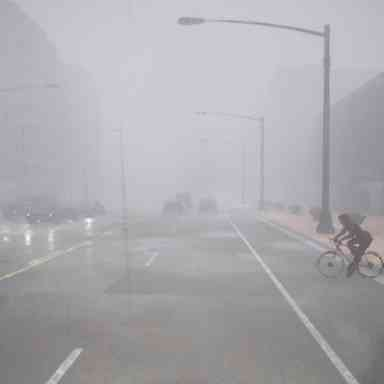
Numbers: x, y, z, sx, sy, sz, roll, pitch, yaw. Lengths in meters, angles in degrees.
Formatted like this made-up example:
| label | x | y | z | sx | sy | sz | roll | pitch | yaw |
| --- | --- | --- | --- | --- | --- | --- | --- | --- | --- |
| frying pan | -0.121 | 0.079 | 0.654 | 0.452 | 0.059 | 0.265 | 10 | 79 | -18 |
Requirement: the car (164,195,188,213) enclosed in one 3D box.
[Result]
| label | x | y | z | sx | sy | sz | roll | pitch | yaw |
| --- | --- | --- | --- | --- | --- | --- | --- | --- | --- |
| car | -1.836 | 1.411 | 35.376 | 1.882 | 1.535 | 5.008 | 0 | 0 | 3 |

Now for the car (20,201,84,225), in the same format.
| label | x | y | z | sx | sy | sz | roll | pitch | yaw |
| --- | --- | --- | --- | --- | --- | --- | --- | --- | --- |
| car | -9.515 | 1.520 | 23.131 | 1.895 | 1.301 | 4.718 | 0 | 0 | 3 |

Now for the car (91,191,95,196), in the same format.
| label | x | y | z | sx | sy | sz | roll | pitch | yaw |
| --- | --- | --- | --- | --- | --- | --- | --- | --- | --- |
| car | -25.656 | 0.420 | 82.976 | 1.970 | 1.475 | 3.806 | 0 | 2 | 3 |

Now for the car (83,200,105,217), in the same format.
| label | x | y | z | sx | sy | sz | roll | pitch | yaw |
| --- | --- | --- | --- | --- | --- | --- | --- | --- | --- |
| car | -9.235 | 1.443 | 29.917 | 1.812 | 1.442 | 4.674 | 0 | 0 | 3 |

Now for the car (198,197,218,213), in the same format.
| label | x | y | z | sx | sy | sz | roll | pitch | yaw |
| --- | --- | --- | --- | --- | --- | --- | --- | --- | --- |
| car | 1.697 | 1.433 | 35.846 | 2.128 | 1.511 | 4.902 | 0 | 0 | 3 |

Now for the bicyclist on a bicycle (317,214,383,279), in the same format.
| label | x | y | z | sx | sy | sz | roll | pitch | yaw |
| --- | --- | --- | --- | --- | --- | --- | --- | --- | --- |
| bicyclist on a bicycle | 3.982 | 1.379 | 8.374 | 1.656 | 1.620 | 0.582 | 0 | 0 | 3 |

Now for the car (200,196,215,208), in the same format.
| label | x | y | z | sx | sy | sz | roll | pitch | yaw |
| --- | --- | --- | --- | --- | --- | --- | --- | --- | --- |
| car | 2.312 | 1.427 | 49.119 | 2.128 | 1.511 | 4.902 | 0 | 0 | 3 |

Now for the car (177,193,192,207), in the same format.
| label | x | y | z | sx | sy | sz | roll | pitch | yaw |
| --- | --- | --- | --- | --- | --- | --- | --- | --- | --- |
| car | -1.224 | 1.146 | 48.550 | 2.150 | 2.045 | 5.566 | 0 | 0 | 3 |

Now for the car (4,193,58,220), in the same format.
| label | x | y | z | sx | sy | sz | roll | pitch | yaw |
| --- | --- | --- | --- | --- | --- | --- | --- | --- | --- |
| car | -12.886 | 1.132 | 27.138 | 2.150 | 2.045 | 5.566 | 0 | 0 | 2 |
